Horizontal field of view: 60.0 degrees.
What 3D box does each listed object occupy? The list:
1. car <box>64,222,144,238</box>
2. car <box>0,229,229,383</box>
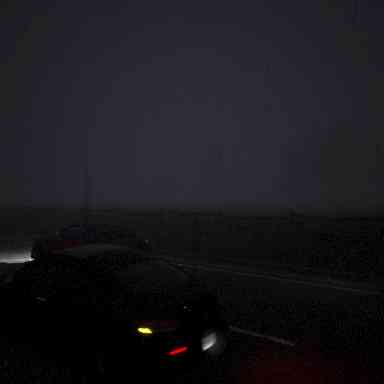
[{"bbox_3d":[-3.289,1.650,10.639,4.181,1.385,1.994,-1,0,35],"label":"car"},{"bbox_3d":[-1.672,1.567,5.186,4.674,1.442,1.812,0,0,36],"label":"car"}]
